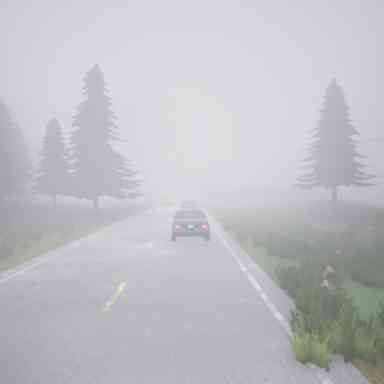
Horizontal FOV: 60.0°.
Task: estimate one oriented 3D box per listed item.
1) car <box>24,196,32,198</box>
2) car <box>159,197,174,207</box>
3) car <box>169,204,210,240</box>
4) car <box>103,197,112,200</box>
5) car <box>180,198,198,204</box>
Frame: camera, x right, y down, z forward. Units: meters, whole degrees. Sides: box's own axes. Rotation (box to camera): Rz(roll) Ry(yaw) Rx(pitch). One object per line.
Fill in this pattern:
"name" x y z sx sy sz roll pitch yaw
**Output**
"car" -34.948 1.598 69.423 1.851 1.617 3.988 0 0 -1
"car" -3.842 1.477 50.558 1.882 1.535 5.008 0 0 0
"car" -0.087 1.537 16.818 2.033 1.411 5.357 0 0 -1
"car" -18.112 1.326 71.834 1.905 1.878 3.866 -1 0 -31
"car" -0.361 1.469 38.378 2.128 1.511 4.902 0 0 -1
